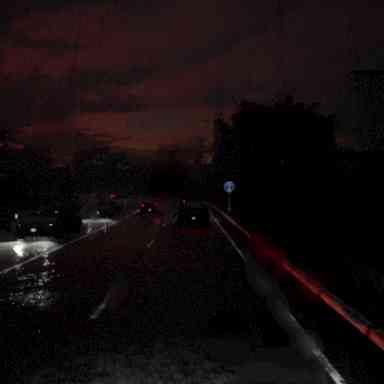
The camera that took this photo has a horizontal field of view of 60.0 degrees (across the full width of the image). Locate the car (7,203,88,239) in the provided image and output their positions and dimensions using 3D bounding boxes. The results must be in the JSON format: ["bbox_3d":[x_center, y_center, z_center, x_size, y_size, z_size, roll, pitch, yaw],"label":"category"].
[{"bbox_3d":[-7.008,1.472,16.672,1.994,1.385,4.181,0,1,0],"label":"car"}]

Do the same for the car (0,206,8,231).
[{"bbox_3d":[-10.507,1.416,16.411,1.837,1.490,4.892,0,1,0],"label":"car"}]

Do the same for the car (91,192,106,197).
[{"bbox_3d":[-16.342,0.593,58.369,1.895,1.301,4.718,0,1,-26],"label":"car"}]

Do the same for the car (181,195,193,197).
[{"bbox_3d":[-0.621,1.034,40.187,2.033,1.411,5.357,0,1,-5],"label":"car"}]

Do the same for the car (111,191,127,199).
[{"bbox_3d":[-13.326,0.529,60.198,2.033,1.411,5.357,0,1,-26],"label":"car"}]

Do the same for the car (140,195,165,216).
[{"bbox_3d":[-3.484,1.242,29.371,1.812,1.442,4.674,0,1,-1],"label":"car"}]

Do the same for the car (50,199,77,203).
[{"bbox_3d":[-10.523,1.309,26.860,2.033,1.411,5.357,0,1,0],"label":"car"}]

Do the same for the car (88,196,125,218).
[{"bbox_3d":[-7.022,1.327,26.794,1.994,1.385,4.181,0,1,0],"label":"car"}]

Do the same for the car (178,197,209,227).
[{"bbox_3d":[0.088,1.324,21.617,1.882,1.535,5.008,0,1,0],"label":"car"}]
